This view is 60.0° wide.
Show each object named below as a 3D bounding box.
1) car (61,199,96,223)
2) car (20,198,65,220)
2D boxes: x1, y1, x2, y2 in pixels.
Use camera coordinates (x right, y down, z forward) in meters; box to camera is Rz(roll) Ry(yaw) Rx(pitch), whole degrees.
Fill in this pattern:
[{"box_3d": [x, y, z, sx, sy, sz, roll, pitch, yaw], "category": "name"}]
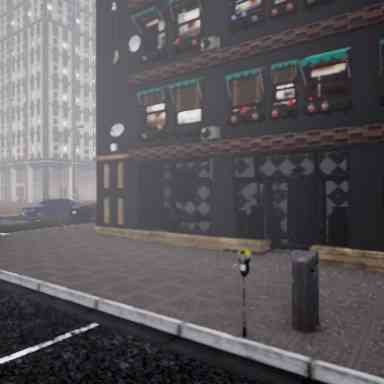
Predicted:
[{"box_3d": [-5.928, 1.239, 21.825, 1.947, 1.339, 4.313, 1, 2, 35], "category": "car"}, {"box_3d": [-10.576, 1.211, 25.302, 1.812, 1.442, 4.674, 0, 1, 35], "category": "car"}]
